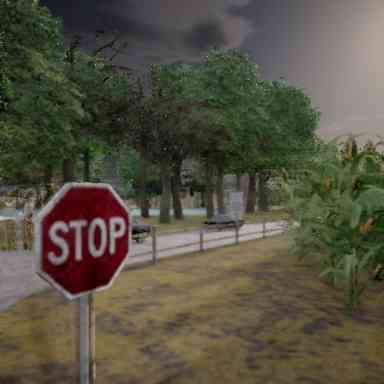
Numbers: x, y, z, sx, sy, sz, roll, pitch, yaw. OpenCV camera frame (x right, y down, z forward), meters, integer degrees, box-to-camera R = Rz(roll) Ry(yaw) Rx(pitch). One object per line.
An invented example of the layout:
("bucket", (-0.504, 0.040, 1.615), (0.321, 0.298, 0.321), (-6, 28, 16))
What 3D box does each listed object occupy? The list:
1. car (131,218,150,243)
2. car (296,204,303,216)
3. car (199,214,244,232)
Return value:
("car", (-4.409, 2.129, 18.331), (2.128, 1.511, 4.902), (0, -2, 36))
("car", (16.166, 2.643, 47.339), (2.150, 2.045, 5.566), (0, -1, 35))
("car", (2.570, 2.568, 28.172), (1.895, 1.301, 4.718), (0, -2, 35))
